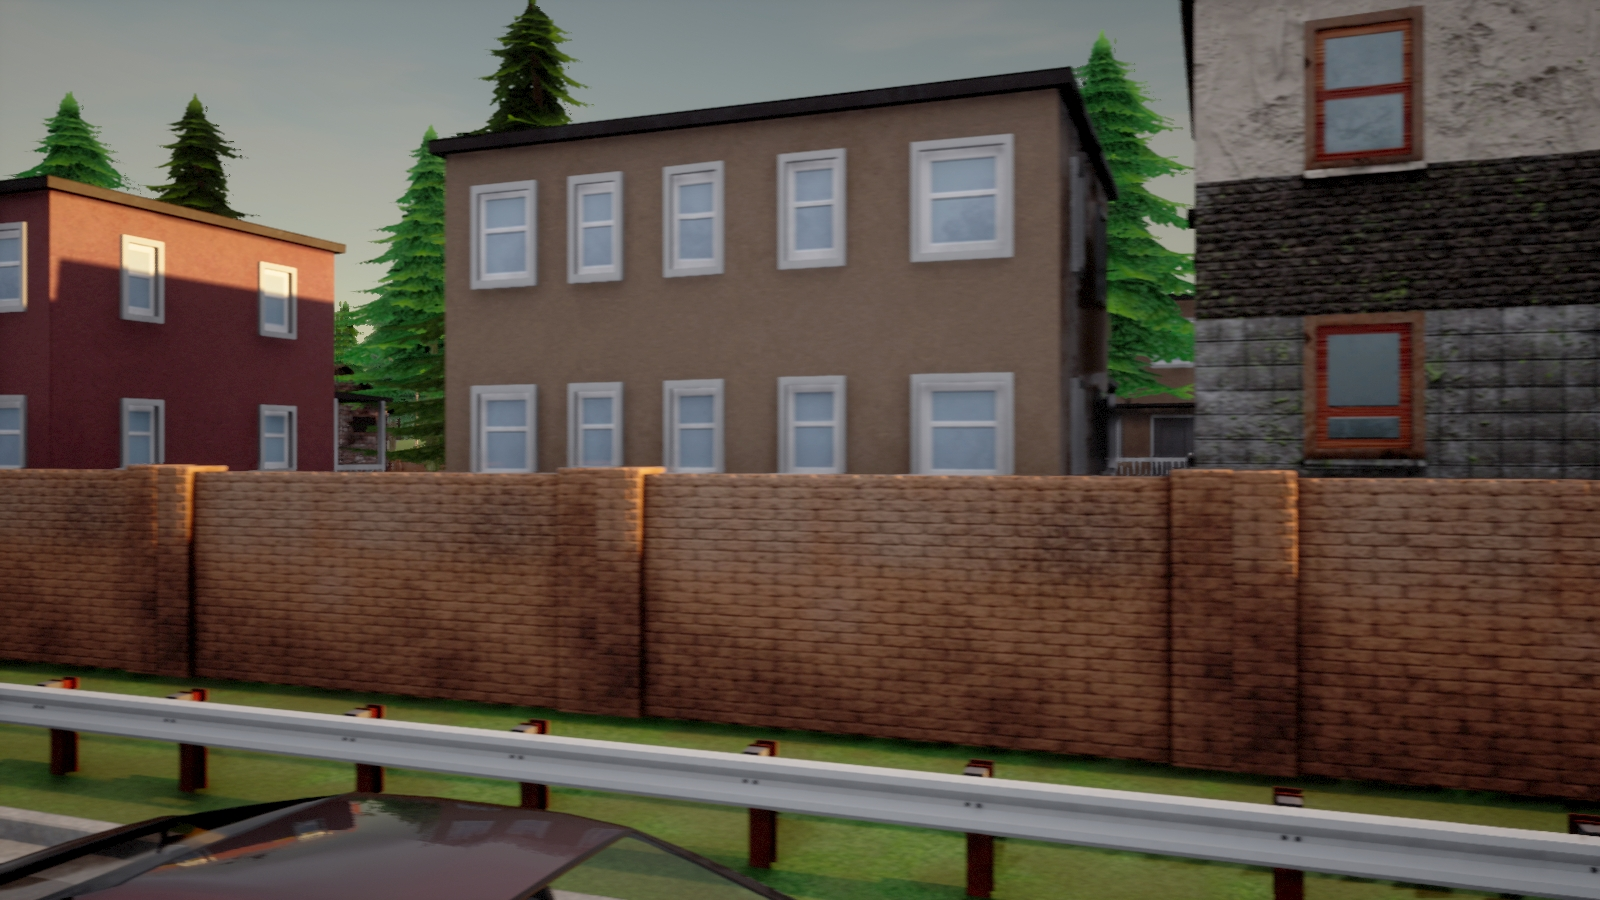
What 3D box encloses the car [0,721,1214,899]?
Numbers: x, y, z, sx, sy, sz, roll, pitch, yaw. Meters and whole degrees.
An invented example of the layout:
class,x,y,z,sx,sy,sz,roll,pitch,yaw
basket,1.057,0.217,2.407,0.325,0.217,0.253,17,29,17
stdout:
class,x,y,z,sx,sy,sz,roll,pitch,yaw
car,-1.067,2.044,3.691,4.514,1.525,2.007,0,0,20
